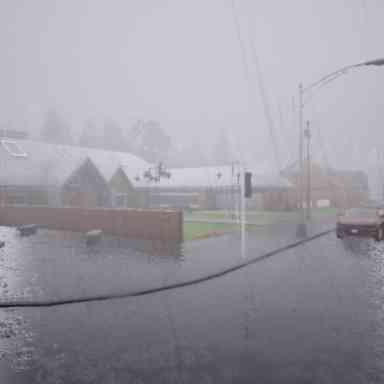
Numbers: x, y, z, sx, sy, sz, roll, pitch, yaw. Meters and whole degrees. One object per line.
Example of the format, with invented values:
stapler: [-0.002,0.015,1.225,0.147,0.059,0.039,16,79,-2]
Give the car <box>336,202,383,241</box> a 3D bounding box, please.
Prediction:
car: [8.778,1.489,17.032,1.882,1.535,5.008,0,0,36]

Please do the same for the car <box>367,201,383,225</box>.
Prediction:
car: [14.688,1.514,25.250,1.837,1.490,4.892,0,0,36]
